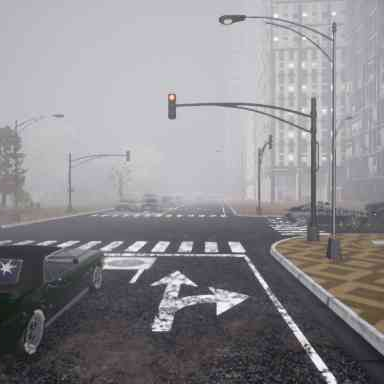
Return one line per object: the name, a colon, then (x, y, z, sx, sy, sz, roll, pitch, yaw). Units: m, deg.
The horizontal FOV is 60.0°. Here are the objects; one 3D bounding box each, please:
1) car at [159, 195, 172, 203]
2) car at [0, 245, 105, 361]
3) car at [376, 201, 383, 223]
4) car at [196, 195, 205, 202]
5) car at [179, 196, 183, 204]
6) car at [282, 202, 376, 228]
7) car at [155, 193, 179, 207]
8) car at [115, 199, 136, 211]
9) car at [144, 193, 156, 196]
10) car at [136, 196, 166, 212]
car: (-5.344, 1.477, 68.333, 1.882, 1.535, 5.008, 0, 0, 5)
car: (-3.038, 1.600, 5.960, 1.895, 1.301, 4.718, 0, 0, 1)
car: (14.841, 1.059, 22.956, 5.566, 2.045, 2.150, 0, 0, 5)
car: (2.049, 1.532, 79.145, 1.812, 1.442, 4.674, 0, 0, 5)
car: (-2.669, 1.523, 61.693, 1.812, 1.442, 4.674, 0, 0, 5)
car: (8.123, 1.393, 20.501, 4.902, 1.511, 2.128, 0, 0, 9)
car: (-3.662, 1.344, 49.617, 2.097, 1.767, 4.553, 0, 0, 5)
car: (-7.690, 1.538, 40.079, 2.033, 1.411, 5.357, 0, 0, 4)
car: (-6.657, 1.212, 52.877, 2.150, 2.045, 5.566, 0, 0, 5)
car: (-4.591, 1.496, 38.050, 1.837, 1.490, 4.892, 0, 0, 4)
